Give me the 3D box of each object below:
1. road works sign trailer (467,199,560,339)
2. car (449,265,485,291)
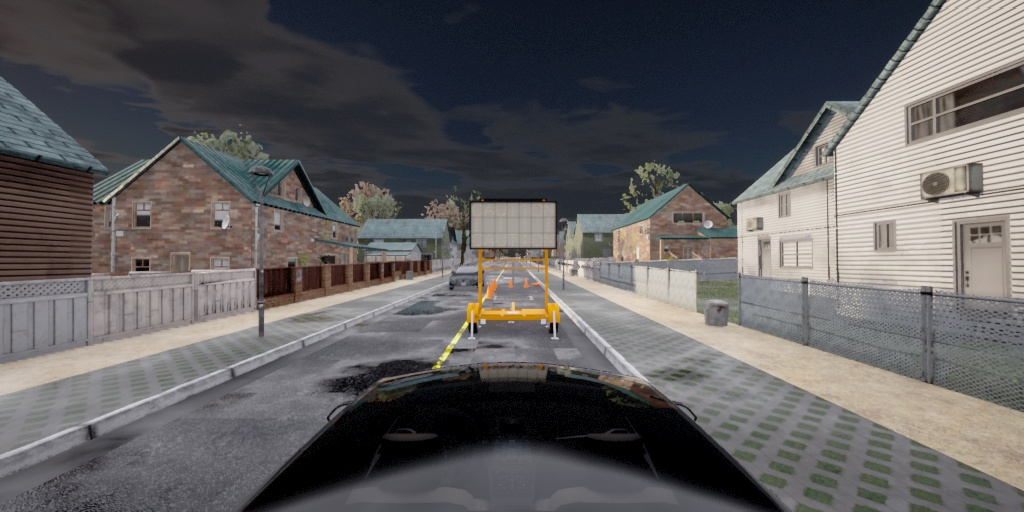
[{"bbox_3d":[0.035,0.217,10.013,2.380,3.560,2.880,0,0,0],"label":"road works sign trailer"},{"bbox_3d":[-2.670,1.281,22.097,1.812,1.442,4.674,0,0,0],"label":"car"}]
